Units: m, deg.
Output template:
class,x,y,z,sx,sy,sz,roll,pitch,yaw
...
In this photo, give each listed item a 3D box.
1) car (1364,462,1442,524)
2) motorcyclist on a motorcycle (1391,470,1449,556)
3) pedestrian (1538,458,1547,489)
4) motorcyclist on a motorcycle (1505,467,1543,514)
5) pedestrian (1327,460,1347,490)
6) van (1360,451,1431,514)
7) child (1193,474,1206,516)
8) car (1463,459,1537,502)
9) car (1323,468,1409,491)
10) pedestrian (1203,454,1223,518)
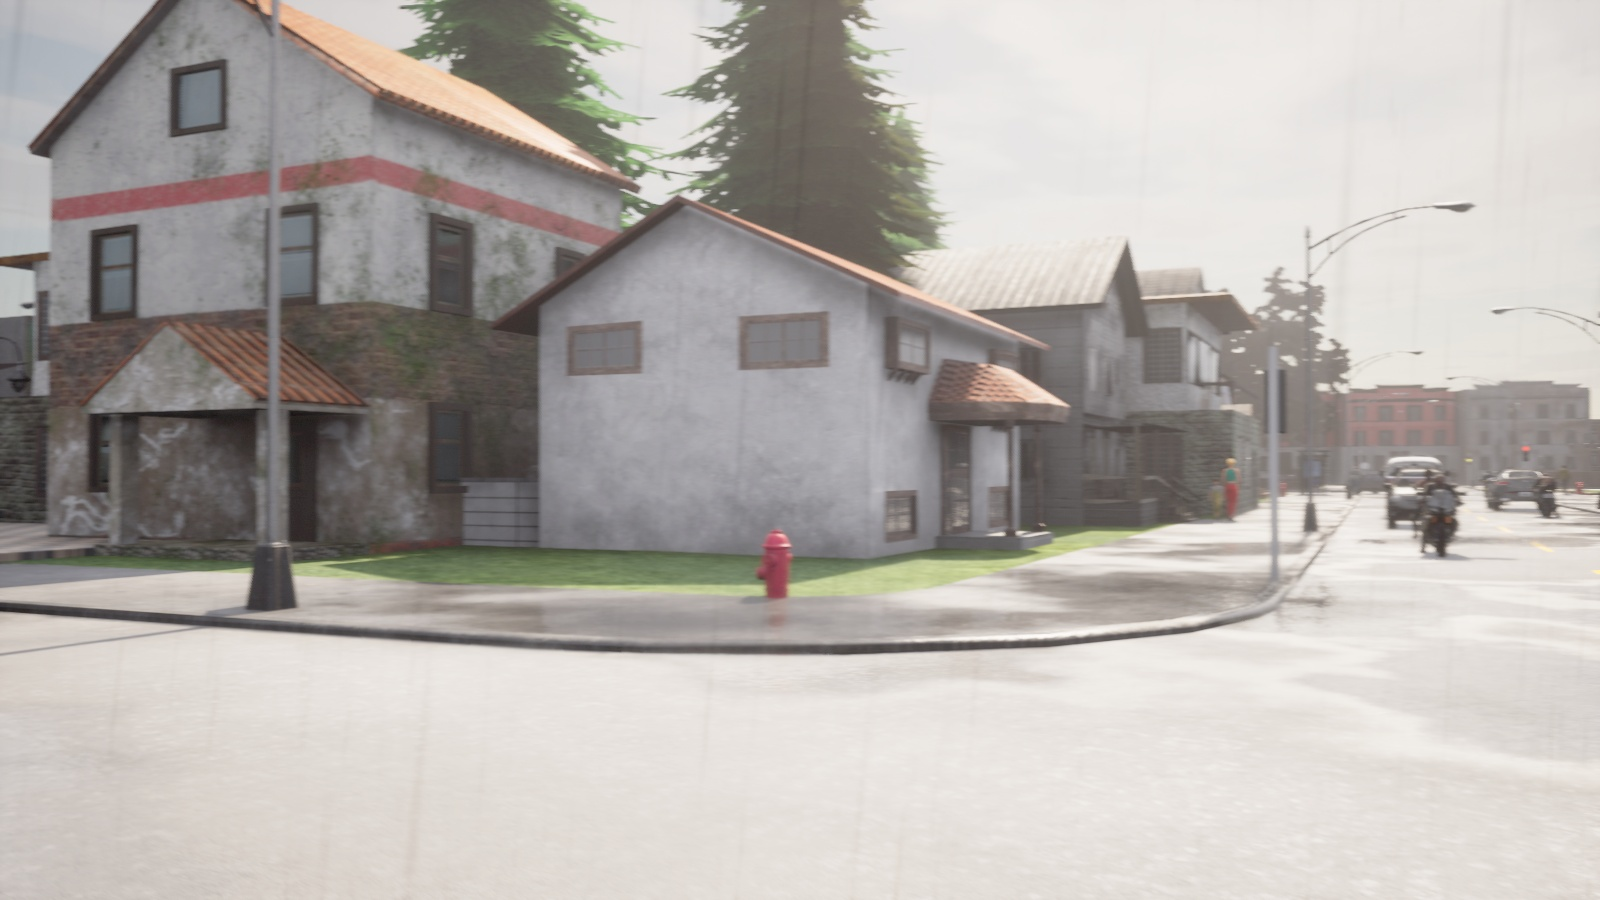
class,x,y,z,sx,sy,sz,roll,pitch,yaw
car,16.839,1.164,35.211,1.851,1.617,3.988,-1,-1,24
motorcyclist on a motorcycle,11.646,1.150,23.636,0.866,1.530,2.191,-1,-1,24
pedestrian,44.722,1.411,75.626,0.370,1.835,0.726,-1,-1,22
motorcyclist on a motorcycle,24.476,1.354,42.459,0.866,1.530,2.191,-1,-1,24
pedestrian,33.001,1.549,77.158,0.874,1.855,0.900,-1,-1,40
van,20.309,1.091,42.955,2.069,2.038,4.480,-1,-1,24
child,11.994,1.345,37.676,0.270,1.263,0.437,-1,-1,28
car,28.146,1.205,50.649,2.152,1.651,5.027,-1,-1,24
car,37.289,1.946,82.920,2.033,1.411,5.357,0,-1,-20
pedestrian,12.099,1.048,36.770,0.345,1.836,0.594,-1,-1,41
